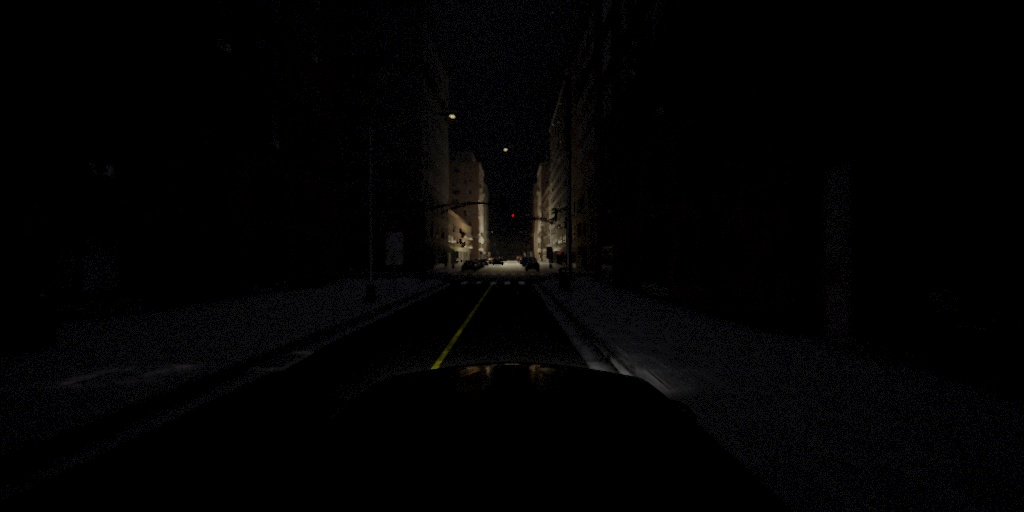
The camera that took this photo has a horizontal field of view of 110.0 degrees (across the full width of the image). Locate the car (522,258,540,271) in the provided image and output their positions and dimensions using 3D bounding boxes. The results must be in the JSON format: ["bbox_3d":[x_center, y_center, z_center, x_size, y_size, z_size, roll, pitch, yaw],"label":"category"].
[{"bbox_3d":[2.627,1.243,46.201,2.007,1.370,4.403,0,0,0],"label":"car"}]

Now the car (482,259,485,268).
[{"bbox_3d":[-5.399,1.265,51.881,1.802,1.307,4.207,0,0,0],"label":"car"}]

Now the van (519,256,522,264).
[{"bbox_3d":[2.623,1.006,63.248,1.690,1.789,3.998,0,0,0],"label":"van"}]

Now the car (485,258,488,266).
[{"bbox_3d":[-5.401,1.239,57.564,1.948,1.339,4.313,0,0,0],"label":"car"}]

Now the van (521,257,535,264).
[{"bbox_3d":[2.626,1.024,51.883,1.690,1.789,3.998,0,0,0],"label":"van"}]

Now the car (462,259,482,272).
[{"bbox_3d":[-5.398,1.257,46.199,1.948,1.339,4.313,0,0,0],"label":"car"}]
